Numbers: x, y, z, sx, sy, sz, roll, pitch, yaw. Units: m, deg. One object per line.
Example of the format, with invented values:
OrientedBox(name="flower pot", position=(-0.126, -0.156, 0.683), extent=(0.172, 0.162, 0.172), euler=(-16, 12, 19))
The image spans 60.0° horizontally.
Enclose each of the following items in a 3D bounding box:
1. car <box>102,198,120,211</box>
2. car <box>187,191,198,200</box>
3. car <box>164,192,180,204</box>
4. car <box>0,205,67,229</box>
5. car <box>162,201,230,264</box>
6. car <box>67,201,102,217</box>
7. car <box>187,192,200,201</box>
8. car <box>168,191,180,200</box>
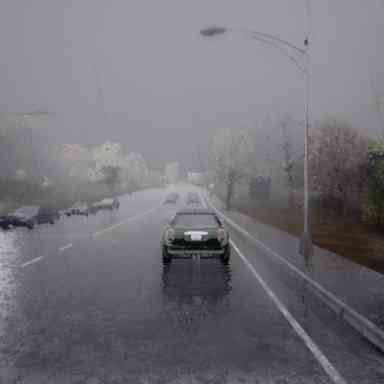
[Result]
OrientedBox(name="car", position=(-10.502, 1.516, 42.158), extent=(1.882, 1.535, 5.008), euler=(0, 1, 1))
OrientedBox(name="car", position=(0.139, 0.659, 63.638), extent=(2.033, 1.411, 5.357), euler=(0, 3, 0))
OrientedBox(name="car", position=(-3.385, 1.183, 53.071), extent=(2.033, 1.411, 5.357), euler=(0, 3, 0))
OrientedBox(name="car", position=(-10.564, 1.594, 22.092), extent=(2.033, 1.411, 5.357), euler=(0, 0, 1))
OrientedBox(name="car", position=(0.125, 1.378, 12.054), extent=(2.097, 1.767, 4.553), euler=(0, 0, 0))
OrientedBox(name="car", position=(-10.524, 1.632, 32.049), extent=(1.994, 1.385, 4.181), euler=(0, 0, 1))
OrientedBox(name="car", position=(0.213, 1.167, 53.380), extent=(2.033, 1.411, 5.357), euler=(0, 3, 0))
OrientedBox(name="car", position=(-3.361, 0.666, 63.494), extent=(2.033, 1.411, 5.357), euler=(0, 3, 0))
